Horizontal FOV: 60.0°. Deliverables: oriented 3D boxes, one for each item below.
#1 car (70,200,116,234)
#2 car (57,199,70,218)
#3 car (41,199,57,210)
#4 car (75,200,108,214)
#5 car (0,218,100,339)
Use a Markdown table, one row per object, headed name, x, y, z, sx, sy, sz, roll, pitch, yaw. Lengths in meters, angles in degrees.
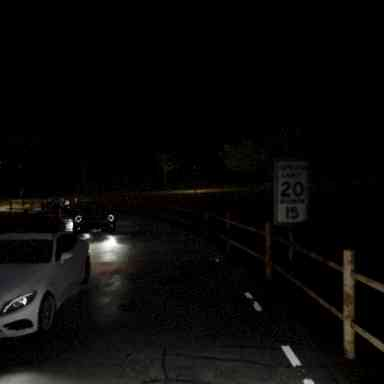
| name | x | y | z | sx | sy | sz | roll | pitch | yaw |
| --- | --- | --- | --- | --- | --- | --- | --- | --- | --- |
| car | -5.469 | 1.318 | 18.441 | 2.097 | 1.767 | 4.553 | -1 | 0 | -19 |
| car | -10.494 | 1.489 | 30.116 | 2.128 | 1.511 | 4.902 | -1 | 1 | -30 |
| car | -18.606 | 1.658 | 44.676 | 4.181 | 1.385 | 1.994 | -1 | 1 | 42 |
| car | -11.117 | 1.587 | 36.444 | 1.895 | 1.301 | 4.718 | -1 | 0 | -37 |
| car | -3.268 | 1.508 | 6.641 | 1.812 | 1.442 | 4.674 | 0 | 0 | -5 |
